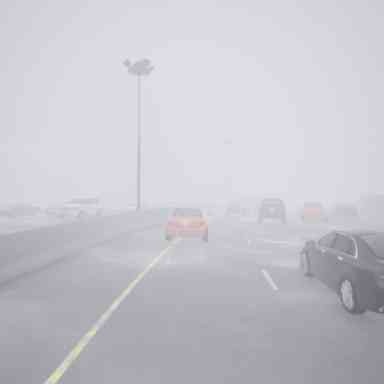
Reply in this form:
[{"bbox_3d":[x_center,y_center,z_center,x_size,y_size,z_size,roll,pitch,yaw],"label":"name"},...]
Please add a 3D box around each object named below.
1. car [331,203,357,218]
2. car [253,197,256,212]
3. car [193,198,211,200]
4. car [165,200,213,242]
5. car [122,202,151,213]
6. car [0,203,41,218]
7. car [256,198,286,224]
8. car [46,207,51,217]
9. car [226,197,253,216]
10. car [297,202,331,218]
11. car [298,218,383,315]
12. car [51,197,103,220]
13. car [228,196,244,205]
[{"bbox_3d":[15.273,1.859,33.629,1.882,1.535,5.008,0,-1,15],"label":"car"},{"bbox_3d":[8.318,1.715,47.290,2.150,2.045,5.566,0,0,21],"label":"car"},{"bbox_3d":[2.629,2.042,69.263,2.097,1.767,4.553,0,-1,25],"label":"car"},{"bbox_3d":[-0.030,1.526,17.809,2.097,1.767,4.553,0,-1,7],"label":"car"},{"bbox_3d":[-5.903,1.862,36.298,1.812,1.442,4.674,0,-1,14],"label":"car"},{"bbox_3d":[-17.429,1.814,33.219,2.033,1.411,5.357,0,-1,12],"label":"car"},{"bbox_3d":[6.713,1.520,28.106,2.150,2.045,5.566,0,-1,12],"label":"car"},{"bbox_3d":[-13.362,1.791,35.206,2.128,1.511,4.902,0,-1,14],"label":"car"},{"bbox_3d":[5.214,1.736,37.381,2.097,1.767,4.553,0,-1,17],"label":"car"},{"bbox_3d":[10.773,1.683,30.045,2.097,1.767,4.553,0,-1,13],"label":"car"},{"bbox_3d":[3.944,1.595,7.685,1.837,1.490,4.892,0,-1,3],"label":"car"},{"bbox_3d":[-10.547,1.502,31.835,2.150,2.045,5.566,0,-1,12],"label":"car"},{"bbox_3d":[10.002,1.896,75.538,2.097,1.767,4.553,0,-1,29],"label":"car"}]
